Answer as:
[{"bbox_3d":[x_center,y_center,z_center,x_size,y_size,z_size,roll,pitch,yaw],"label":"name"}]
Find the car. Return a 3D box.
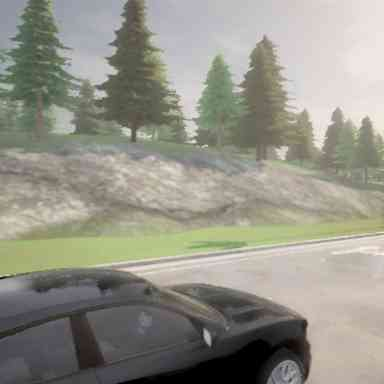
[{"bbox_3d":[-0.945,1.490,3.073,5.008,1.535,1.882,1,0,-36],"label":"car"}]
